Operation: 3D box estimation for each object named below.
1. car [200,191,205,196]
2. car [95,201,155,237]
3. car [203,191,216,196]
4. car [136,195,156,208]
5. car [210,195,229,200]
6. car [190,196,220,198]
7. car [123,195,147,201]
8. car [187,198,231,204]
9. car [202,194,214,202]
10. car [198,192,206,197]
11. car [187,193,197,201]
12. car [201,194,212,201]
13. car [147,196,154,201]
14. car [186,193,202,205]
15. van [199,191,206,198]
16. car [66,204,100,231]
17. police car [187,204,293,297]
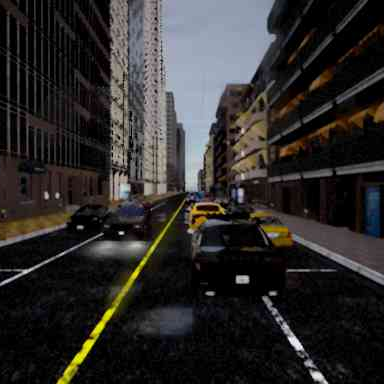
[{"bbox_3d":[2.749,0.850,52.930,2.192,1.841,5.009,0,0,0],"label":"car"},{"bbox_3d":[-3.083,1.390,17.182,2.033,1.411,5.357,0,1,0],"label":"car"},{"bbox_3d":[2.736,1.071,41.634,1.967,1.590,4.097,0,0,0],"label":"car"},{"bbox_3d":[-5.644,1.157,41.474,1.752,1.417,4.829,0,0,0],"label":"car"},{"bbox_3d":[2.724,1.278,30.339,2.008,1.369,4.403,0,0,0],"label":"car"},{"bbox_3d":[0.926,1.284,24.458,1.837,1.490,4.892,0,1,0],"label":"car"},{"bbox_3d":[-5.656,1.278,30.347,2.008,1.369,4.403,0,1,0],"label":"car"},{"bbox_3d":[0.808,1.310,18.459,1.882,1.535,5.008,0,1,0],"label":"car"},{"bbox_3d":[2.755,1.069,58.581,1.802,1.307,4.206,0,0,0],"label":"car"},{"bbox_3d":[2.792,0.780,92.471,1.947,1.339,4.313,0,0,0],"label":"car"},{"bbox_3d":[0.071,0.919,63.994,1.882,1.535,5.008,0,0,0],"label":"car"},{"bbox_3d":[2.761,1.021,64.229,1.802,1.307,4.206,0,0,0],"label":"car"},{"bbox_3d":[-5.651,1.119,35.996,1.967,1.590,4.097,0,0,0],"label":"car"},{"bbox_3d":[0.087,1.185,47.130,1.895,1.301,4.718,0,0,1],"label":"car"},{"bbox_3d":[2.785,0.599,86.820,1.690,1.788,3.998,0,0,0],"label":"van"},{"bbox_3d":[-5.669,1.392,19.051,1.947,1.339,4.313,0,1,0],"label":"car"},{"bbox_3d":[0.910,1.346,8.567,1.930,1.638,5.238,0,1,0],"label":"police car"}]
